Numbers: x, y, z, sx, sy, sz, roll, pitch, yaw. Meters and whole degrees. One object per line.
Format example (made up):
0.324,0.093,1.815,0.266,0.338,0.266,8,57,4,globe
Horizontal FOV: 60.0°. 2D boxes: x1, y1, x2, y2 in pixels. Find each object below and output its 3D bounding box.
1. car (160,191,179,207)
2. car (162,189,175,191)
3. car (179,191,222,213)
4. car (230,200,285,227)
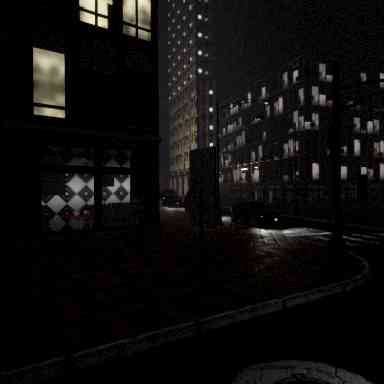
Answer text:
-2.416,1.037,40.672,1.837,1.490,4.892,-1,1,-18,car
-4.068,0.537,54.633,2.150,2.045,5.566,-1,1,-18,car
0.886,0.895,30.947,2.150,2.045,5.566,-1,1,-19,car
4.094,1.316,21.545,1.837,1.490,4.892,-1,1,-19,car
